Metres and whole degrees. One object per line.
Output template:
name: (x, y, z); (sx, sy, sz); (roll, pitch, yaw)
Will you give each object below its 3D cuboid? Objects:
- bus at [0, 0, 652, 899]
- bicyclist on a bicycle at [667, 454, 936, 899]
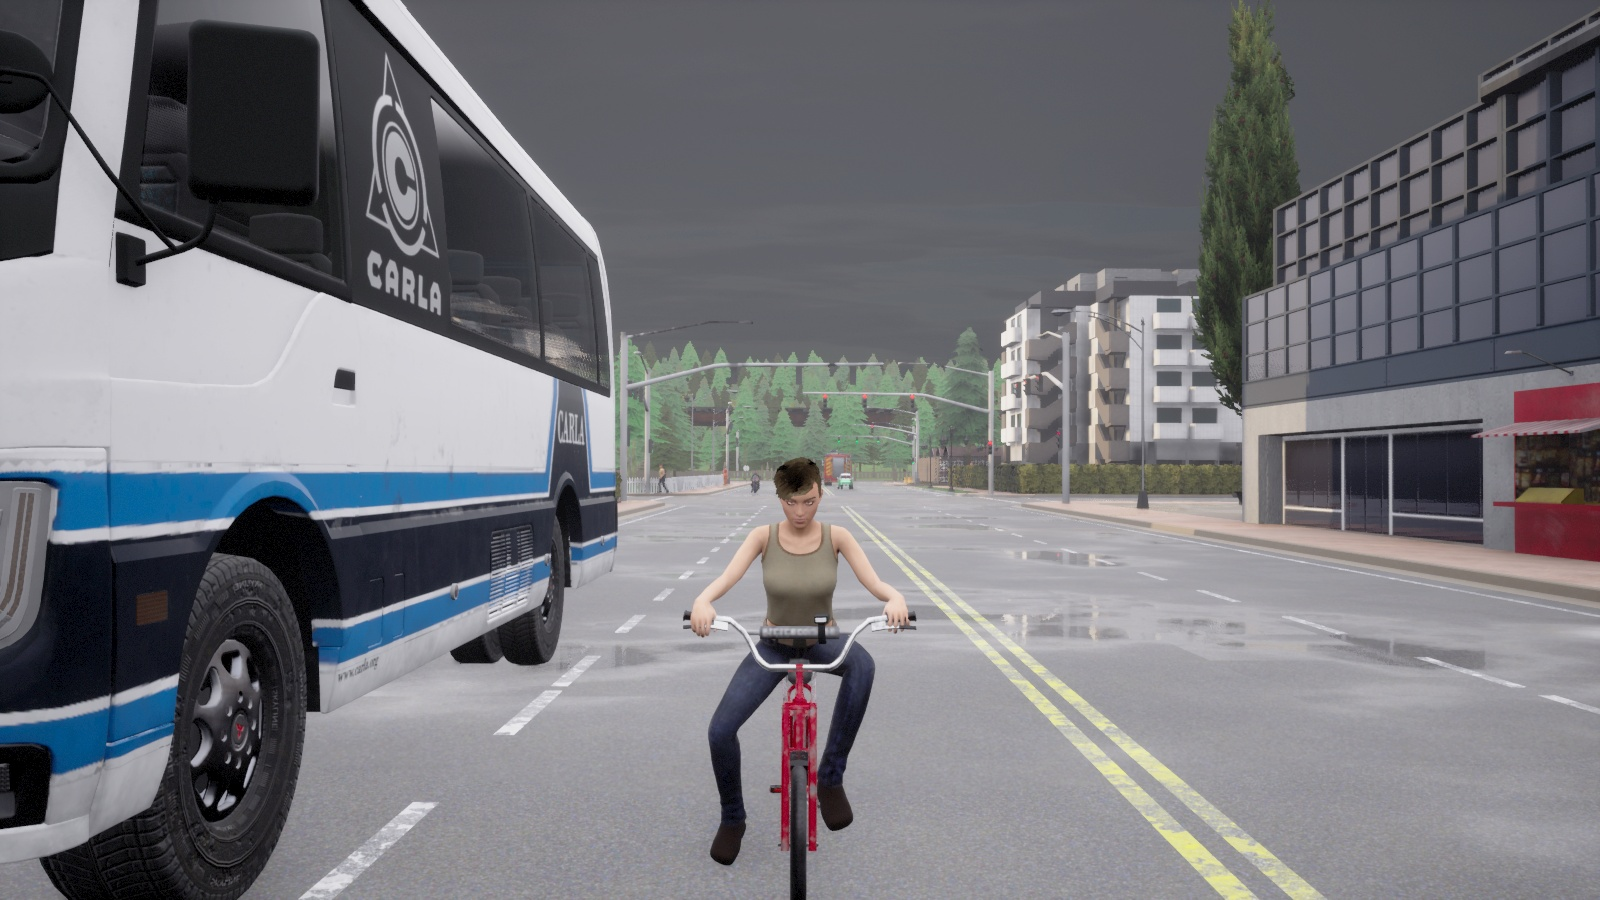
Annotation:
bus: (-3.490, -0.422, 7.526); (3.944, 4.253, 10.273); (0, -1, 0)
bicyclist on a bicycle: (0.005, 0.832, 4.830); (0.866, 1.612, 1.509); (0, -1, 0)
